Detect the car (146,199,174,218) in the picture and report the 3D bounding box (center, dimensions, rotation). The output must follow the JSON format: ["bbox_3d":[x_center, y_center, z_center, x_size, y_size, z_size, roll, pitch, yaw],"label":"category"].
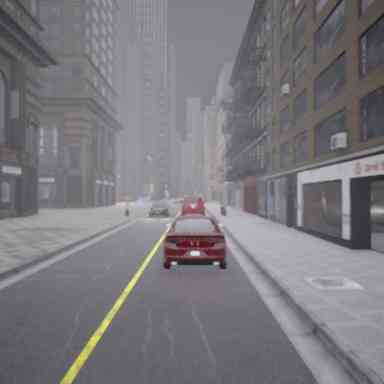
[{"bbox_3d":[-3.088,1.691,32.551,1.837,1.490,4.892,0,0,0],"label":"car"}]

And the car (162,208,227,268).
[{"bbox_3d":[0.095,1.538,11.531,1.882,1.535,5.008,0,0,0],"label":"car"}]

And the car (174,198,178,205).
[{"bbox_3d":[-2.980,2.122,72.075,1.812,1.442,4.674,0,-1,0],"label":"car"}]

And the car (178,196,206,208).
[{"bbox_3d":[0.107,1.400,31.596,2.150,2.045,5.566,0,0,0],"label":"car"}]
